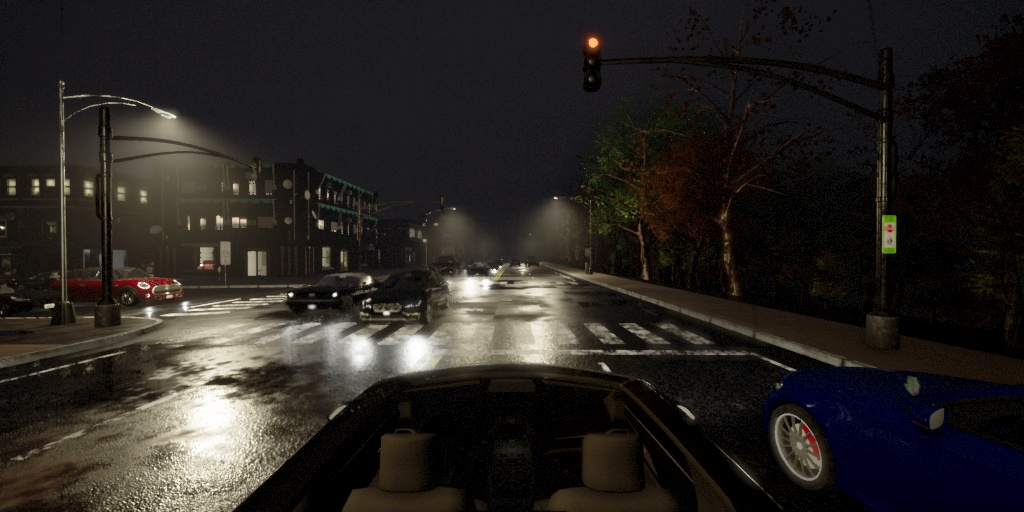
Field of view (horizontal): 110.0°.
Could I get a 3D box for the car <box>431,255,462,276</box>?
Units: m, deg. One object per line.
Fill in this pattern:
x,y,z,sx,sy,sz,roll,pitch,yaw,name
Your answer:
-6.321,0.954,34.835,2.150,2.045,5.566,0,1,2,car

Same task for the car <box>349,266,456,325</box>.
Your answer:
-3.274,1.253,11.831,1.837,1.490,4.892,0,0,0,car

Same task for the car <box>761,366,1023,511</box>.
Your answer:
3.354,1.276,1.567,1.812,1.442,4.674,0,0,1,car

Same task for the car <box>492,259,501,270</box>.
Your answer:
-2.970,1.296,50.113,1.994,1.385,4.181,0,0,1,car

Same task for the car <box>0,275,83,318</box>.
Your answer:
-19.857,1.565,13.749,4.313,1.339,1.948,0,0,1,car

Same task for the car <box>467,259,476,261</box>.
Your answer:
-6.178,1.236,54.712,1.837,1.490,4.892,0,0,1,car

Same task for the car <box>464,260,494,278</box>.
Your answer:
-3.100,1.341,34.308,1.895,1.301,4.718,0,0,0,car

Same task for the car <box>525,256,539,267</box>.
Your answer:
3.839,1.204,64.633,1.882,1.535,5.008,0,0,1,car

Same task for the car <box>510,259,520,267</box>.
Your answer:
0.589,1.231,64.793,1.837,1.490,4.892,0,0,0,car

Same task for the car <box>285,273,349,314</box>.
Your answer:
-6.510,1.348,13.891,1.895,1.301,4.718,0,0,0,car

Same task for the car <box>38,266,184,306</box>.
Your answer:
-17.993,1.302,16.466,4.553,1.767,2.097,-1,1,0,car
